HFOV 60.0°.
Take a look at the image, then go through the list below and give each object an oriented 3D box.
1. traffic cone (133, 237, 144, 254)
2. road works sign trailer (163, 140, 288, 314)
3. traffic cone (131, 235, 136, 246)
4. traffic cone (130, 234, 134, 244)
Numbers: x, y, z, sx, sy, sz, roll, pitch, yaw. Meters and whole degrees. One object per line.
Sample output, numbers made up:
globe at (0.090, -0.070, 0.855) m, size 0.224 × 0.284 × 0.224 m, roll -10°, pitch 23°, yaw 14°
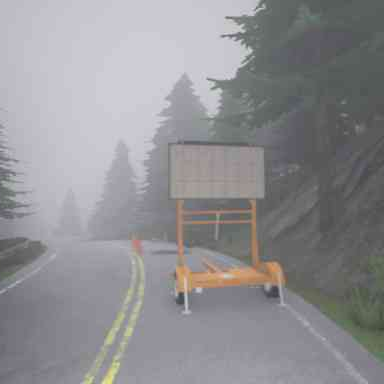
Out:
traffic cone at (-2.277, 2.391, 14.510) m, size 0.340 × 0.580 × 0.340 m, roll 1°, pitch -4°, yaw -13°
road works sign trailer at (0.580, 0.594, 8.014) m, size 2.380 × 3.560 × 2.880 m, roll 0°, pitch -2°, yaw -12°
traffic cone at (-2.715, 2.525, 16.459) m, size 0.340 × 0.580 × 0.340 m, roll 1°, pitch -4°, yaw -13°
traffic cone at (-3.154, 2.681, 18.406) m, size 0.340 × 0.580 × 0.340 m, roll 1°, pitch -5°, yaw -13°
